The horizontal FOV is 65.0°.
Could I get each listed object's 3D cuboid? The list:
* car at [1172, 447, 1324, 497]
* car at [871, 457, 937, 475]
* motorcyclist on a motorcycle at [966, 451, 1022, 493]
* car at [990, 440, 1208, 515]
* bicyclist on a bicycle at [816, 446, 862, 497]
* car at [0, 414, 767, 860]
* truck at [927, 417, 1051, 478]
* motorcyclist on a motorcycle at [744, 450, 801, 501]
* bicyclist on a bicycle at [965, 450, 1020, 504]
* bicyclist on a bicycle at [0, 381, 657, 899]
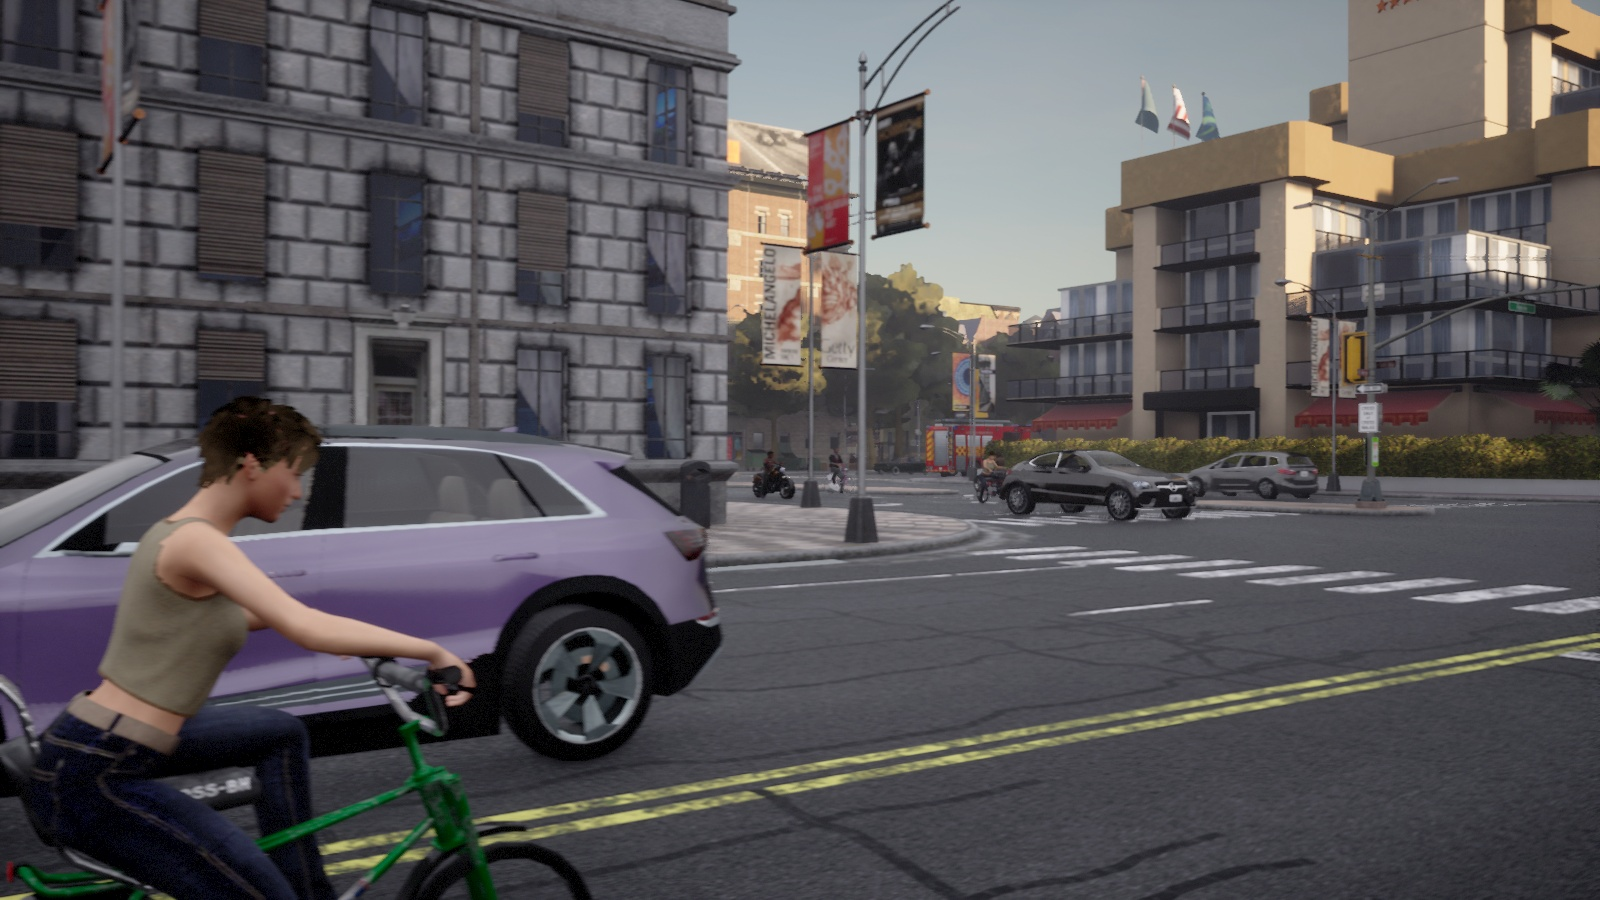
[{"bbox_3d":[15.773,0.732,44.438,2.242,1.667,4.611,0,0,-35],"label":"car"},{"bbox_3d":[7.655,1.159,92.597,4.718,1.301,1.895,0,0,-35],"label":"car"},{"bbox_3d":[7.700,0.862,49.914,0.766,1.649,2.350,0,0,-35],"label":"motorcyclist on a motorcycle"},{"bbox_3d":[7.133,0.624,30.546,2.152,1.651,5.027,0,0,-34],"label":"car"},{"bbox_3d":[1.378,0.769,44.993,0.659,1.776,1.843,0,0,-35],"label":"bicyclist on a bicycle"},{"bbox_3d":[-2.752,0.697,6.021,4.856,1.649,2.033,0,0,-34],"label":"car"},{"bbox_3d":[12.557,-0.144,83.212,8.468,3.827,2.891,0,0,-35],"label":"truck"},{"bbox_3d":[-0.942,0.841,42.199,0.766,1.649,2.350,0,0,-35],"label":"motorcyclist on a motorcycle"},{"bbox_3d":[5.890,0.810,38.559,0.866,1.612,1.509,0,0,-35],"label":"bicyclist on a bicycle"},{"bbox_3d":[-1.192,0.691,2.771,1.509,1.612,0.866,0,0,-34],"label":"bicyclist on a bicycle"}]
